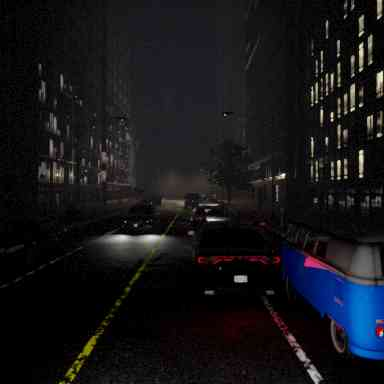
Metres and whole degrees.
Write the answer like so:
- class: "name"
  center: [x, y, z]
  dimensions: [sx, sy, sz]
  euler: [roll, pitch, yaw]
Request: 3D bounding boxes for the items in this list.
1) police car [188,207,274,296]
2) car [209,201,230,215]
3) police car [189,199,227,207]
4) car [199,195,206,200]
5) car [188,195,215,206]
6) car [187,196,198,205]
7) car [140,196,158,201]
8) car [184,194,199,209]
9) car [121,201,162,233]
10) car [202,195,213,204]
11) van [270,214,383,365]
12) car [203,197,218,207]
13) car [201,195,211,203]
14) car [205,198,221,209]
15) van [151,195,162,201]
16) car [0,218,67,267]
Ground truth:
- class: "police car"
  center: [0.922, 1.425, 8.820]
  dimensions: [1.930, 1.638, 5.238]
  euler: [0, 0, 0]
- class: "car"
  center: [2.775, 1.581, 34.149]
  dimensions: [1.802, 1.307, 4.206]
  euler: [0, 0, 0]
- class: "police car"
  center: [0.947, 1.425, 18.820]
  dimensions: [1.930, 1.638, 5.238]
  euler: [0, 0, 0]
- class: "car"
  center: [2.918, 1.462, 91.074]
  dimensions: [1.887, 1.381, 4.507]
  euler: [0, 0, 0]
- class: "car"
  center: [0.960, 1.350, 24.681]
  dimensions: [2.097, 1.767, 4.553]
  euler: [0, 0, 0]
- class: "car"
  center: [0.148, 1.480, 59.474]
  dimensions: [1.837, 1.490, 4.892]
  euler: [0, 0, 0]
- class: "car"
  center: [-5.591, 1.548, 39.866]
  dimensions: [2.008, 1.369, 4.403]
  euler: [0, 0, 0]
- class: "car"
  center: [0.115, 1.215, 44.921]
  dimensions: [2.150, 2.045, 5.566]
  euler: [0, 0, 0]
- class: "car"
  center: [-2.951, 1.504, 19.933]
  dimensions: [1.837, 1.490, 4.892]
  euler: [0, 0, 0]
- class: "car"
  center: [2.847, 1.410, 62.611]
  dimensions: [1.967, 1.590, 4.097]
  euler: [0, 0, 0]
- class: "van"
  center: [2.704, 1.341, 5.687]
  dimensions: [1.690, 1.788, 3.998]
  euler: [0, 0, 0]
- class: "car"
  center: [2.818, 1.538, 51.226]
  dimensions: [2.008, 1.369, 4.403]
  euler: [0, 0, 0]
- class: "car"
  center: [2.861, 1.401, 68.303]
  dimensions: [1.967, 1.590, 4.097]
  euler: [0, 0, 0]
- class: "car"
  center: [2.804, 1.544, 45.534]
  dimensions: [2.008, 1.369, 4.403]
  euler: [0, 0, 0]
- class: "van"
  center: [-5.562, 1.328, 51.251]
  dimensions: [1.690, 1.788, 3.998]
  euler: [0, 0, 0]
- class: "car"
  center: [-5.662, 1.582, 11.403]
  dimensions: [1.802, 1.307, 4.206]
  euler: [0, 0, 0]
